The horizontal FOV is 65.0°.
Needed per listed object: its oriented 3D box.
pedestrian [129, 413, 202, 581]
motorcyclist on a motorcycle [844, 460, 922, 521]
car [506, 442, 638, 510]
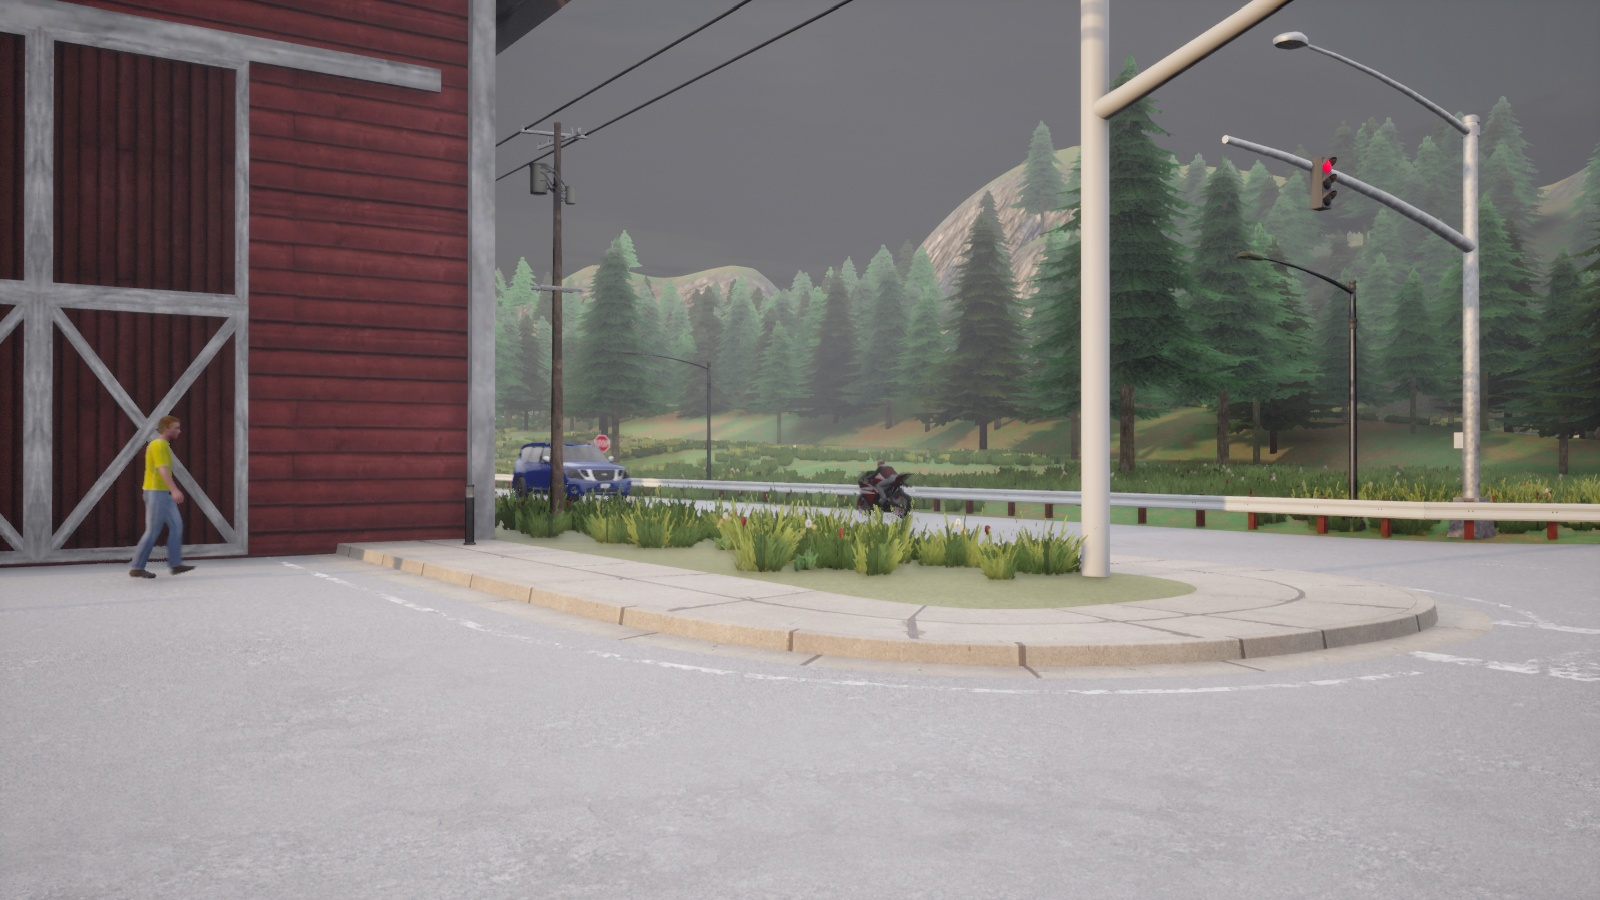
[{"bbox_3d":[-7.080,0.516,14.024,0.706,1.836,0.354,0,0,-23],"label":"pedestrian"},{"bbox_3d":[2.139,1.018,32.579,0.866,1.530,2.191,0,0,-34],"label":"motorcyclist on a motorcycle"},{"bbox_3d":[-7.462,0.793,40.626,2.150,2.045,5.566,0,0,-34],"label":"car"}]
